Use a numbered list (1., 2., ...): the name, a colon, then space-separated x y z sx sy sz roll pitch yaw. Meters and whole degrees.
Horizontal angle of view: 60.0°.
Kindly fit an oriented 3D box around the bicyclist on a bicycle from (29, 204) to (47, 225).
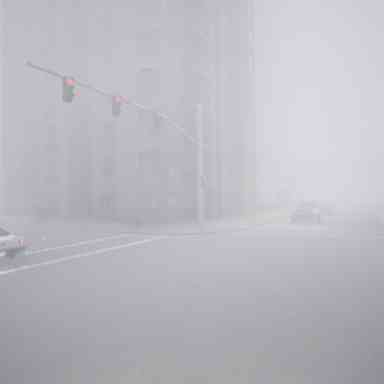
1. bicyclist on a bicycle: -12.401 1.796 26.806 0.582 1.620 1.656 -1 0 27

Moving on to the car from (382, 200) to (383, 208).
1. car: 27.911 1.506 46.664 2.128 1.511 4.902 -1 -1 27

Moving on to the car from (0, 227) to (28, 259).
1. car: -8.410 1.877 12.436 4.718 1.301 1.895 -1 -1 29

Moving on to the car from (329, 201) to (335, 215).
1. car: 14.252 1.682 35.817 2.033 1.411 5.357 -1 -1 29

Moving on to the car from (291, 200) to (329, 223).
1. car: 9.297 1.473 26.537 2.097 1.767 4.553 -1 -1 28
